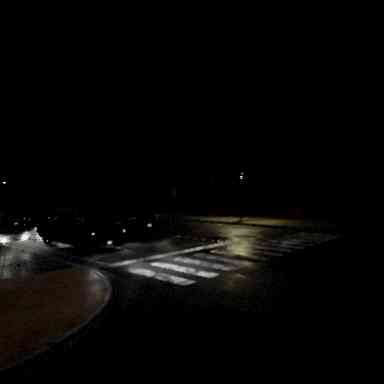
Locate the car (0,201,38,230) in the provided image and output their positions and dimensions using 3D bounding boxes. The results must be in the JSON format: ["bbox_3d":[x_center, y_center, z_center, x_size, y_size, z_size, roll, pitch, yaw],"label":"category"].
[{"bbox_3d":[-11.840,1.525,20.406,4.902,1.511,2.128,0,0,40],"label":"car"}]

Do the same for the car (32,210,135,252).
[{"bbox_3d":[-4.825,1.657,14.429,4.718,1.301,1.895,0,0,42],"label":"car"}]

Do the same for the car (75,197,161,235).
[{"bbox_3d":[-4.219,1.286,18.172,5.566,2.045,2.150,0,0,39],"label":"car"}]

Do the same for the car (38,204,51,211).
[{"bbox_3d":[-11.405,1.605,24.259,4.181,1.385,1.994,0,0,39],"label":"car"}]

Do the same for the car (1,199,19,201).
[{"bbox_3d":[-23.320,1.564,42.310,5.357,1.411,2.033,0,0,36],"label":"car"}]
